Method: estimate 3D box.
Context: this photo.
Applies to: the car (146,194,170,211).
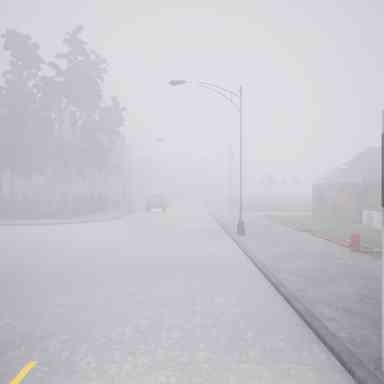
[{"bbox_3d":[-4.248,1.221,40.369,2.150,2.045,5.566,0,0,0],"label":"car"}]
